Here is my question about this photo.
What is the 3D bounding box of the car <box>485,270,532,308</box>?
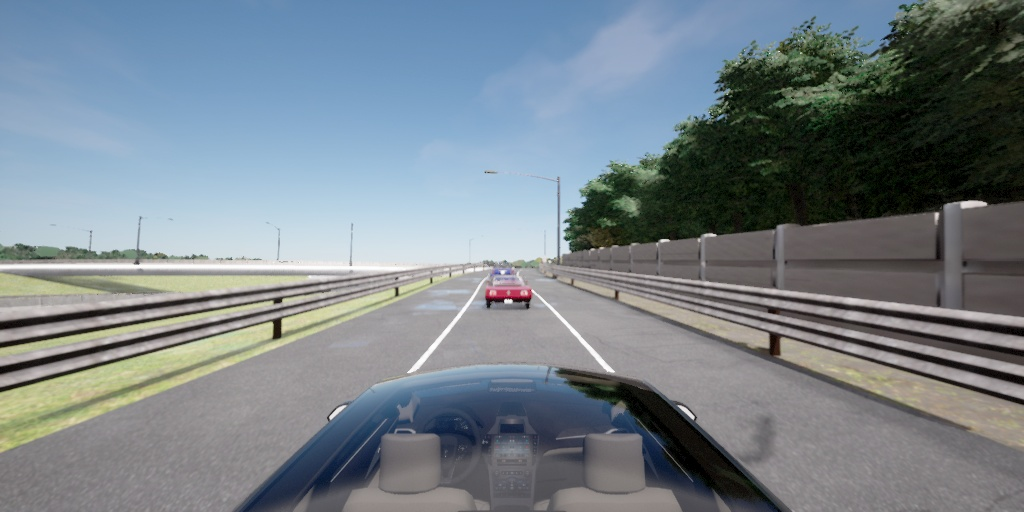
[{"bbox_3d":[-0.195,1.490,16.124,1.895,1.301,4.718,0,-1,-2],"label":"car"}]

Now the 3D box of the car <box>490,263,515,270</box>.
[{"bbox_3d":[-0.812,1.380,31.120,2.097,1.767,4.553,0,-1,-2],"label":"car"}]
